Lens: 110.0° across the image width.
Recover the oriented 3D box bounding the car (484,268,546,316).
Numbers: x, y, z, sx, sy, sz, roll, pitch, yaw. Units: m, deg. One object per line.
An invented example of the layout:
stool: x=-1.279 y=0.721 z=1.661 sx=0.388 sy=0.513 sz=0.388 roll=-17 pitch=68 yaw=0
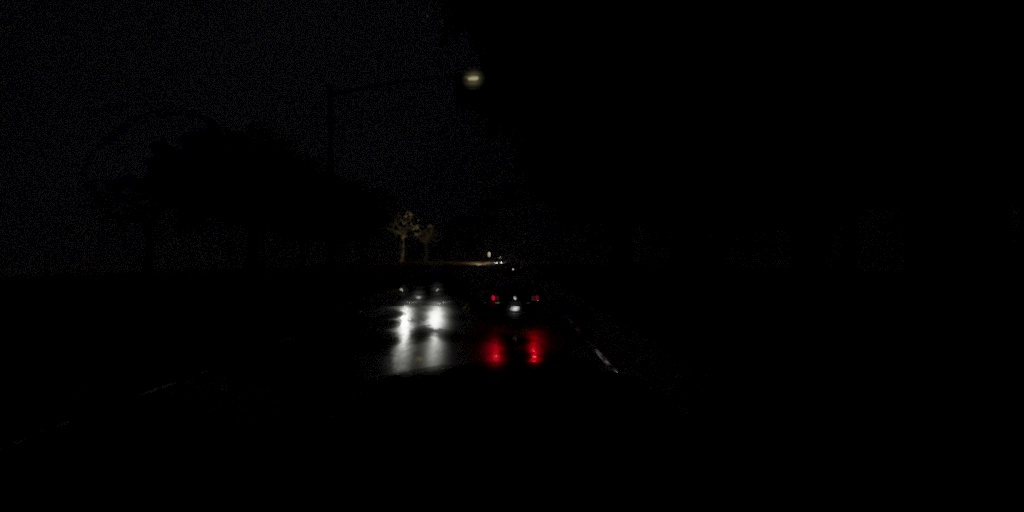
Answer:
car: x=0.103 y=1.278 z=12.990 sx=1.895 sy=1.301 sz=4.718 roll=0 pitch=0 yaw=0

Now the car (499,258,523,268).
car: x=0.095 y=1.139 z=33.875 sx=1.994 sy=1.385 sz=4.181 roll=0 pitch=0 yaw=0

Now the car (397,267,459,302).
car: x=-3.600 y=1.204 z=16.491 sx=2.033 sy=1.411 sz=5.357 roll=0 pitch=0 yaw=0
